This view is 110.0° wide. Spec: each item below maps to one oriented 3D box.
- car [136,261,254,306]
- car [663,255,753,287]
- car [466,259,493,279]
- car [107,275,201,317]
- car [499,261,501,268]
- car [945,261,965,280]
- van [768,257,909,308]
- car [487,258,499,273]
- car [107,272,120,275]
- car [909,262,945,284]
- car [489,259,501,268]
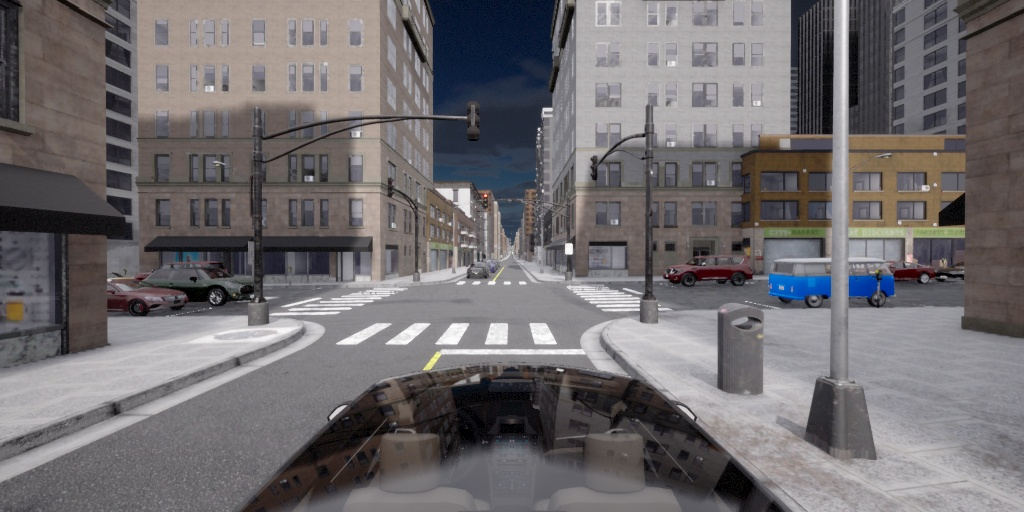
[{"bbox_3d":[-14.001,1.269,16.267,4.553,1.767,2.097,-1,0,0],"label":"car"},{"bbox_3d":[12.108,0.872,22.201,5.009,1.841,2.192,0,0,0],"label":"car"},{"bbox_3d":[-3.075,1.259,33.300,1.837,1.490,4.892,0,0,0],"label":"car"},{"bbox_3d":[-14.811,1.527,13.625,4.207,1.307,1.802,0,0,0],"label":"car"},{"bbox_3d":[-3.056,1.282,53.607,1.837,1.490,4.892,0,0,0],"label":"car"},{"bbox_3d":[28.935,0.916,22.234,4.313,1.339,1.948,0,0,0],"label":"car"},{"bbox_3d":[12.125,0.957,13.676,3.998,1.789,1.690,0,0,0],"label":"van"},{"bbox_3d":[-3.064,1.116,43.459,2.097,1.767,4.553,0,0,0],"label":"car"},{"bbox_3d":[-26.008,1.551,22.129,4.829,1.417,1.751,0,0,0],"label":"car"},{"bbox_3d":[23.325,0.964,22.223,4.507,1.381,1.888,0,0,0],"label":"car"},{"bbox_3d":[-3.007,1.299,63.934,1.837,1.490,4.892,0,0,0],"label":"car"}]
